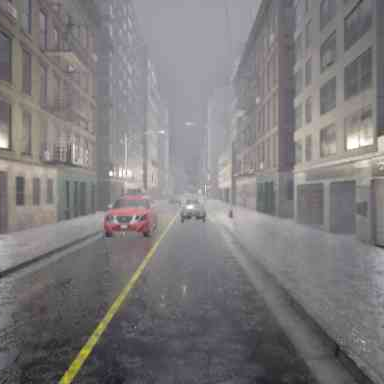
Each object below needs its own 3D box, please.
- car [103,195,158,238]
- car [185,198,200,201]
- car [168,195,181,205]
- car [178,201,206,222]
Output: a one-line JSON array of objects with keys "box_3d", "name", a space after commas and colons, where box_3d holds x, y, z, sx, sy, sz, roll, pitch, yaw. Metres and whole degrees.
[{"box_3d": [-3.097, 1.215, 17.892, 2.150, 2.045, 5.566, 0, 0, 0], "name": "car"}, {"box_3d": [0.066, 1.479, 43.537, 2.128, 1.511, 4.902, 0, 0, 0], "name": "car"}, {"box_3d": [-3.033, 1.333, 59.101, 2.097, 1.767, 4.553, 0, 0, 1], "name": "car"}, {"box_3d": [0.104, 1.592, 25.990, 1.895, 1.301, 4.718, 0, 0, 0], "name": "car"}]
